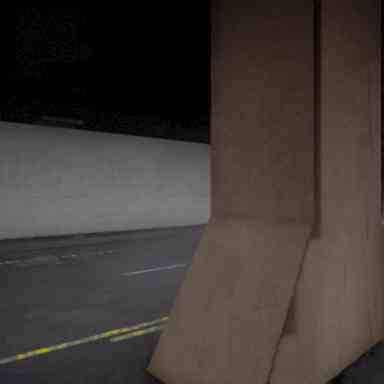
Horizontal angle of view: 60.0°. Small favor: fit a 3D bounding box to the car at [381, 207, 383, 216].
[{"bbox_3d":[16.062,1.548,30.089,2.033,1.411,5.357,0,0,34],"label":"car"}]
